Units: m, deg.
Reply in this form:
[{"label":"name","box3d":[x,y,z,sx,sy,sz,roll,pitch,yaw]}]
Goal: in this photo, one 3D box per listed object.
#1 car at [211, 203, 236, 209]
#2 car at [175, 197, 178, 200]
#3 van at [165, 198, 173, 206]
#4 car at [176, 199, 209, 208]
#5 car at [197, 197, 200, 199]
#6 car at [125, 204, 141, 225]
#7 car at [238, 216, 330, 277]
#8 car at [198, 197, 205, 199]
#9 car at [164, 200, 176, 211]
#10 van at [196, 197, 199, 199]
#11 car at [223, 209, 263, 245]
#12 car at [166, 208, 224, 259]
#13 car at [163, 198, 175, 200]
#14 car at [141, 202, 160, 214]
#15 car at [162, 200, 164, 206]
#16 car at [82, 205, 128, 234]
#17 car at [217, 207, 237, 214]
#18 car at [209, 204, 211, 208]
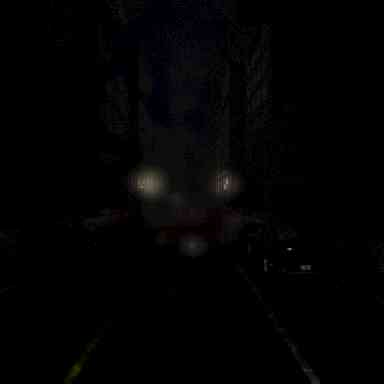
[{"label":"car","box3d":[2.850,1.782,27.105,1.967,1.590,4.097,0,-1,0]},{"label":"car","box3d":[-5.689,2.633,92.478,1.967,1.590,4.097,0,-1,0]},{"label":"van","box3d":[-5.687,2.389,81.478,1.690,1.788,3.998,0,-1,0]},{"label":"car","box3d":[0.039,1.694,27.202,2.097,1.767,4.553,0,-1,0]},{"label":"car","box3d":[2.839,2.613,81.476,1.947,1.339,4.313,0,-1,0]},{"label":"car","box3d":[-5.676,1.782,27.103,1.967,1.590,4.097,0,-1,0]},{"label":"car","box3d":[2.854,1.685,10.527,2.008,1.369,4.403,0,-1,0]},{"label":"car","box3d":[2.840,2.519,75.976,1.887,1.381,4.507,0,-1,0]},{"label":"car","box3d":[-3.046,2.245,50.777,1.895,1.301,4.718,0,-1,1]},{"label":"van","box3d":[2.836,2.534,92.481,1.690,1.788,3.998,0,-1,0]},{"label":"car","box3d":[2.853,1.754,16.053,2.008,1.369,4.403,0,-1,0]},{"label":"car","box3d":[0.051,1.648,13.428,1.882,1.535,5.008,0,0,0]},{"label":"car","box3d":[-5.686,2.290,75.978,2.192,1.841,5.009,0,-1,0]},{"label":"car","box3d":[-5.679,2.076,43.508,1.752,1.417,4.829,0,-1,0]},{"label":"car","box3d":[-5.680,2.174,49.203,2.008,1.369,4.403,0,-1,0]},{"label":"car","box3d":[-5.674,1.796,21.407,1.752,1.417,4.829,0,-1,0]},{"label":"car","box3d":[2.851,1.854,21.577,1.802,1.307,4.206,0,-1,0]},{"label":"car","box3d":[2.847,2.080,43.849,1.752,1.417,4.829,0,-1,0]}]
